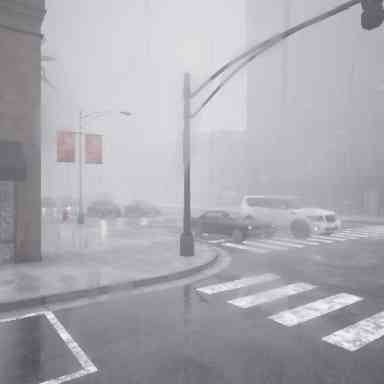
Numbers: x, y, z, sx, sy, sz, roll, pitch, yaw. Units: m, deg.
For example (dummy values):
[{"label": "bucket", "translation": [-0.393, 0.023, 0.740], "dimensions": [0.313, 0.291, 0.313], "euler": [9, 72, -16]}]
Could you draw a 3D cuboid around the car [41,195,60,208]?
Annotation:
[{"label": "car", "translation": [-20.917, 1.437, 47.866], "dimensions": [1.837, 1.490, 4.892], "euler": [0, 0, -36]}]

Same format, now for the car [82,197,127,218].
[{"label": "car", "translation": [-7.891, 1.465, 29.623], "dimensions": [1.837, 1.490, 4.892], "euler": [0, 0, -36]}]

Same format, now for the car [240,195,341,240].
[{"label": "car", "translation": [4.843, 1.204, 17.502], "dimensions": [2.150, 2.045, 5.566], "euler": [0, 0, -36]}]

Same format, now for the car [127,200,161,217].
[{"label": "car", "translation": [-4.647, 1.484, 30.707], "dimensions": [1.812, 1.442, 4.674], "euler": [0, 0, -36]}]

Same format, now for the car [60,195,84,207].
[{"label": "car", "translation": [-18.018, 1.489, 49.398], "dimensions": [1.994, 1.385, 4.181], "euler": [0, 0, -35]}]

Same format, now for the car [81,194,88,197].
[{"label": "car", "translation": [-21.522, 1.244, 65.473], "dimensions": [2.097, 1.767, 4.553], "euler": [0, 0, -32]}]

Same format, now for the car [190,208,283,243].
[{"label": "car", "translation": [1.787, 1.587, 16.182], "dimensions": [1.895, 1.301, 4.718], "euler": [0, 0, -36]}]

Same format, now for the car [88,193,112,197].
[{"label": "car", "translation": [-15.480, 1.130, 57.180], "dimensions": [2.150, 2.045, 5.566], "euler": [0, 0, -36]}]
